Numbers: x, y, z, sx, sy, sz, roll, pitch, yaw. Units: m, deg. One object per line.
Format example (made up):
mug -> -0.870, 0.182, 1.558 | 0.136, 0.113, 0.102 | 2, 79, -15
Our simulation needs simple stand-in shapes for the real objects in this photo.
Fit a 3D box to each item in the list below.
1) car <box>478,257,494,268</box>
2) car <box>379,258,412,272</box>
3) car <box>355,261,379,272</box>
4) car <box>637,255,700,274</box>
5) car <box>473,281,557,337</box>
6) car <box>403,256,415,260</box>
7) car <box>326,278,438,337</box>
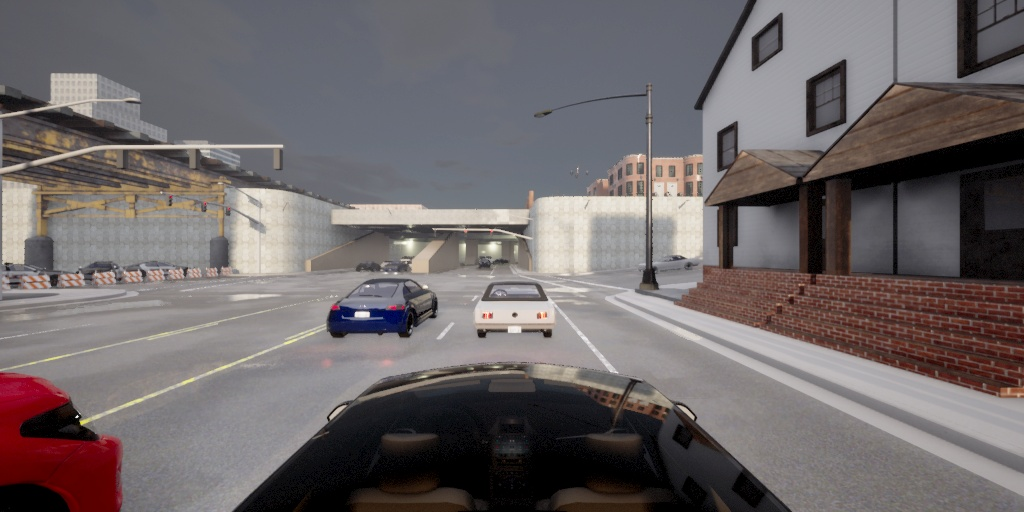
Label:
car -> -4.523, 1.295, 60.995 | 2.033, 1.411, 5.357 | 0, 0, -2
car -> -14.828, 1.296, 46.037 | 2.033, 1.411, 5.357 | 0, 0, -2
car -> -18.318, 1.312, 45.710 | 1.994, 1.385, 4.181 | 0, 0, -1
car -> 13.060, 0.664, 30.175 | 4.718, 1.301, 1.895 | -7, 0, 0
car -> 0.072, 1.351, 10.197 | 1.895, 1.301, 4.718 | 0, 0, 0
car -> -15.075, 1.240, 55.921 | 2.128, 1.511, 4.902 | 0, 0, -1
car -> -3.429, 1.314, 10.243 | 1.994, 1.385, 4.181 | 0, 0, 0
